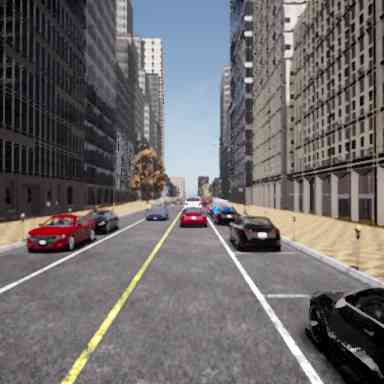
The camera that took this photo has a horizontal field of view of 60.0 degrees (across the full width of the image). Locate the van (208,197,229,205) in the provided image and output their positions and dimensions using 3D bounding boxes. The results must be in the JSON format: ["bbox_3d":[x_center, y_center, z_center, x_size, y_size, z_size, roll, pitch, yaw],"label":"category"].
[{"bbox_3d":[2.720,1.652,31.947,1.690,1.788,3.998,0,-1,0],"label":"van"}]

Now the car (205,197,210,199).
[{"bbox_3d":[2.745,1.882,60.406,2.192,1.841,5.009,0,0,0],"label":"car"}]

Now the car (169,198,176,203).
[{"bbox_3d":[-5.607,2.437,94.574,1.802,1.307,4.206,0,0,0],"label":"car"}]

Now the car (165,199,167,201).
[{"bbox_3d":[-5.642,2.067,54.731,2.008,1.369,4.403,0,-1,0],"label":"car"}]

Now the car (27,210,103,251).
[{"bbox_3d":[-5.676,1.693,14.883,1.887,1.381,4.507,0,-1,0],"label":"car"}]

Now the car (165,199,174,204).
[{"bbox_3d":[-5.617,2.327,83.191,1.947,1.339,4.313,0,0,0],"label":"car"}]

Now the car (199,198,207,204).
[{"bbox_3d":[2.764,2.289,83.341,1.752,1.417,4.829,0,0,0],"label":"car"}]

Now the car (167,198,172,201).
[{"bbox_3d":[-5.622,2.265,77.499,2.008,1.369,4.403,0,0,0],"label":"car"}]

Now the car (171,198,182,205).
[{"bbox_3d":[-2.939,2.151,72.078,1.812,1.442,4.674,0,0,0],"label":"car"}]

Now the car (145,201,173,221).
[{"bbox_3d":[-3.075,1.844,30.430,2.033,1.411,5.357,0,-1,0],"label":"car"}]

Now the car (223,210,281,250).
[{"bbox_3d":[2.704,1.714,14.868,1.947,1.339,4.313,0,-1,0],"label":"car"}]

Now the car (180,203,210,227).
[{"bbox_3d":[0.121,1.813,25.367,1.994,1.385,4.181,0,-1,0],"label":"car"}]

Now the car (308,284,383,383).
[{"bbox_3d":[2.694,1.602,3.484,1.947,1.339,4.313,0,-1,0],"label":"car"}]

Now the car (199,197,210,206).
[{"bbox_3d":[2.755,1.981,71.790,2.192,1.841,5.009,0,0,0],"label":"car"}]

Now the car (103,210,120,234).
[{"bbox_3d":[-5.671,1.769,20.575,1.947,1.339,4.313,0,-1,0],"label":"car"}]

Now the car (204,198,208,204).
[{"bbox_3d":[2.725,1.804,37.637,1.967,1.590,4.097,0,-1,0],"label":"car"}]

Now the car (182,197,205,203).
[{"bbox_3d":[0.131,1.623,41.762,2.150,2.045,5.566,0,0,0],"label":"car"}]

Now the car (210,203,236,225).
[{"bbox_3d":[2.715,1.824,26.251,1.947,1.339,4.313,0,-1,0],"label":"car"}]
